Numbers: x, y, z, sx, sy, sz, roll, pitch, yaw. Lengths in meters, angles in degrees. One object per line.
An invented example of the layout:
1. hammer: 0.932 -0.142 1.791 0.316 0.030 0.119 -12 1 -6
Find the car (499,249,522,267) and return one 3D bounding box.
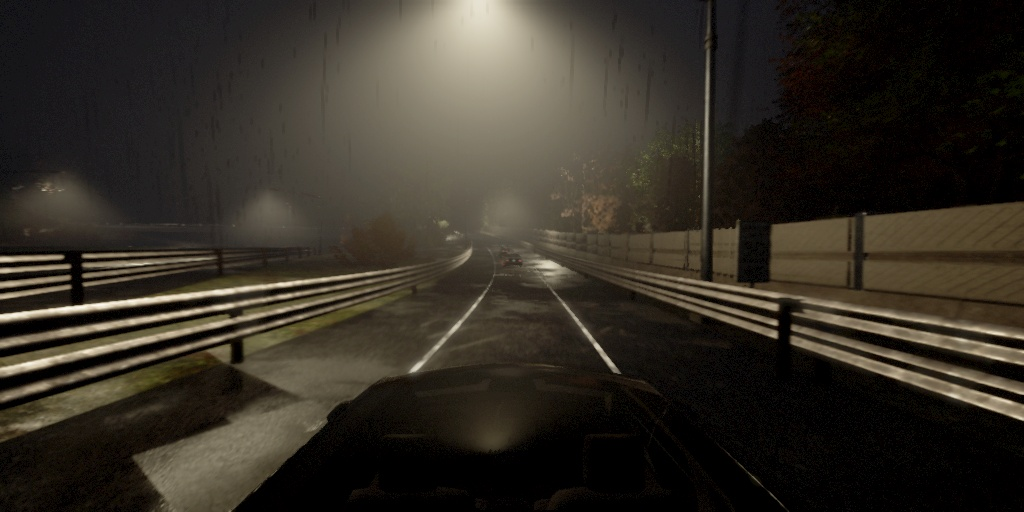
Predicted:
1. car: 0.019 0.345 37.046 2.033 1.411 5.357 1 3 -4

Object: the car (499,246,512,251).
1. car: -0.830 -0.596 49.354 2.128 1.511 4.902 1 5 -5
